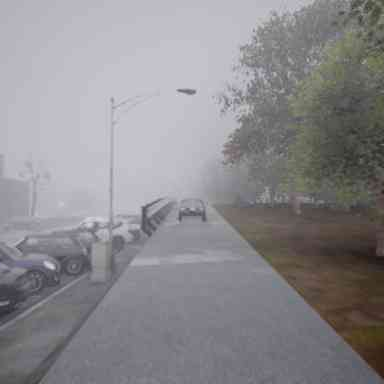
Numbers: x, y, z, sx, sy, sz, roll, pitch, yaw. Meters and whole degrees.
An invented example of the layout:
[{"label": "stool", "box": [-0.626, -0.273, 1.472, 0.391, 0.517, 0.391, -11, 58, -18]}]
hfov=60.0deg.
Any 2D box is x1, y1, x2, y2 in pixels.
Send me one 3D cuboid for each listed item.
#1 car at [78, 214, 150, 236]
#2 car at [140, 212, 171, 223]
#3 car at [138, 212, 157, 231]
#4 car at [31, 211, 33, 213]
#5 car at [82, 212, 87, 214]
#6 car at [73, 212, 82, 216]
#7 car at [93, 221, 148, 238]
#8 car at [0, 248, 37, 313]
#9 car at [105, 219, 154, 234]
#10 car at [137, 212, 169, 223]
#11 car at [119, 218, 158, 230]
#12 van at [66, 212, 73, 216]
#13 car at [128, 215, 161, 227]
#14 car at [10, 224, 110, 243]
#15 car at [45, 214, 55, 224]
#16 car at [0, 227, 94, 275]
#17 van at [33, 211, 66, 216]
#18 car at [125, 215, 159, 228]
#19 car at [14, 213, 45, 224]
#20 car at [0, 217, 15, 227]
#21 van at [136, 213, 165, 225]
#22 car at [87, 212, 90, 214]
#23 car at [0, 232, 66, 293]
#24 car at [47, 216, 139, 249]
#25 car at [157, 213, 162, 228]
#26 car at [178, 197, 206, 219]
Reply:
[{"label": "car", "box": [-6.943, 3.220, 29.483, 5.566, 2.045, 2.435, 2, -3, -21]}, {"label": "car", "box": [-7.269, 4.979, 65.714, 5.566, 2.045, 2.435, 2, -3, -20]}, {"label": "car", "box": [-7.058, 3.512, 35.504, 5.566, 2.045, 2.435, 2, -3, -20]}, {"label": "car", "box": [-40.089, 5.938, 84.828, 2.435, 2.045, 5.566, 1, -2, -19]}, {"label": "car", "box": [-24.219, 4.997, 65.737, 5.566, 2.045, 2.435, 0, -3, -21]}, {"label": "car", "box": [-24.194, 4.854, 62.781, 5.566, 2.045, 2.435, 0, -3, -21]}, {"label": "car", "box": [-7.016, 3.618, 32.488, 4.892, 1.521, 2.231, 2, -3, -20]}, {"label": "car", "box": [-6.784, 2.443, 8.331, 4.892, 1.521, 2.231, 2, -3, -20]}, {"label": "car", "box": [-7.228, 3.902, 38.449, 5.366, 1.575, 1.946, 2, -3, -20]}, {"label": "car", "box": [-7.284, 4.830, 62.658, 5.566, 2.045, 2.435, 2, -3, -21]}, {"label": "car", "box": [-7.139, 4.233, 44.543, 4.792, 1.488, 2.163, 2, -3, -20]}, {"label": "van", "box": [-24.299, 4.735, 59.765, 4.442, 1.987, 1.878, 0, -3, -20]}, {"label": "car", "box": [-7.197, 4.372, 50.597, 4.553, 1.767, 2.185, 2, -3, -20]}, {"label": "car", "box": [-6.844, 2.758, 17.406, 4.553, 1.767, 2.185, 2, -3, -20]}, {"label": "car", "box": [-24.110, 4.533, 50.939, 4.892, 1.521, 2.231, 0, -3, -21]}, {"label": "car", "box": [-6.811, 2.611, 14.382, 4.553, 1.767, 2.185, 2, -3, -20]}, {"label": "van", "box": [-24.274, 4.592, 56.809, 4.442, 1.987, 1.878, 0, -3, -21]}, {"label": "car", "box": [-7.162, 4.225, 47.571, 4.553, 1.767, 2.185, 2, -3, -20]}, {"label": "car", "box": [-24.115, 4.263, 47.974, 4.553, 1.767, 2.185, 0, -3, -20]}, {"label": "car", "box": [-23.983, 3.987, 39.126, 4.792, 1.488, 2.163, 0, -3, -21]}, {"label": "van", "box": [-7.103, 4.568, 56.683, 4.442, 1.987, 1.878, 2, -3, -20]}, {"label": "car", "box": [-24.249, 5.420, 68.687, 4.792, 1.488, 2.163, 0, -3, -21]}, {"label": "car", "box": [-6.845, 2.462, 11.348, 4.553, 1.767, 2.185, 2, -3, -21]}, {"label": "car", "box": [-6.945, 2.924, 23.423, 5.566, 2.045, 2.435, 2, -3, -20]}, {"label": "car", "box": [-7.052, 3.807, 41.559, 5.566, 2.045, 2.435, 2, -3, -21]}, {"label": "car", "box": [-0.005, 1.082, 23.304, 2.033, 1.411, 5.357, 0, 1, 0]}]
